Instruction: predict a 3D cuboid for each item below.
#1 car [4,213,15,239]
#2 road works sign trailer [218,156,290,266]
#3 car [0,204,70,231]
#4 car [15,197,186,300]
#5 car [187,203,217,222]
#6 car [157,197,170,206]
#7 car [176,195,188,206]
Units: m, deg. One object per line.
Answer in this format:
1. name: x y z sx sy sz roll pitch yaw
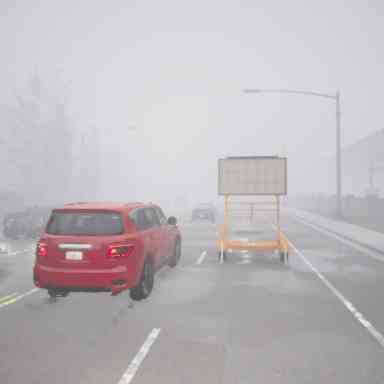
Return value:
1. car: -7.703 1.461 17.715 2.097 1.767 4.553 0 0 8
2. road works sign trailer: 2.150 0.522 11.943 2.380 3.560 2.880 0 0 8
3. car: -10.514 1.632 22.599 2.128 1.511 4.902 0 0 8
4. car: -1.760 1.271 8.765 2.150 2.045 5.566 0 0 9
5. car: 1.087 1.668 27.839 1.812 1.442 4.674 0 0 8
6. car: -5.316 1.814 62.452 1.882 1.535 5.008 0 -1 2
7. car: -1.929 1.540 60.311 2.150 2.045 5.566 0 -1 3
